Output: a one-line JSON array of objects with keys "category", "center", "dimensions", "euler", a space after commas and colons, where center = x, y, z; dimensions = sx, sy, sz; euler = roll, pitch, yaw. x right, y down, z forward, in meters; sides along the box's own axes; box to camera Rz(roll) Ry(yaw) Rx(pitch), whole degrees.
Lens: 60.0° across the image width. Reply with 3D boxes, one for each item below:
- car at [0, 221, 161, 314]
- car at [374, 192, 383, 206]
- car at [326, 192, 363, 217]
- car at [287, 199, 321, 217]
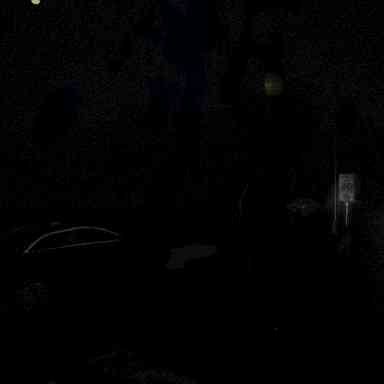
[{"category": "car", "center": [-2.776, 1.433, 7.710], "dimensions": [2.128, 1.511, 4.902], "euler": [0, 1, 37]}, {"category": "car", "center": [28.549, 1.094, 49.480], "dimensions": [2.150, 2.045, 5.566], "euler": [0, -1, 37]}, {"category": "car", "center": [13.640, 1.035, 29.605], "dimensions": [2.150, 2.045, 5.566], "euler": [0, 0, 37]}, {"category": "car", "center": [10.068, 1.340, 29.732], "dimensions": [1.812, 1.442, 4.674], "euler": [0, 0, 37]}]
